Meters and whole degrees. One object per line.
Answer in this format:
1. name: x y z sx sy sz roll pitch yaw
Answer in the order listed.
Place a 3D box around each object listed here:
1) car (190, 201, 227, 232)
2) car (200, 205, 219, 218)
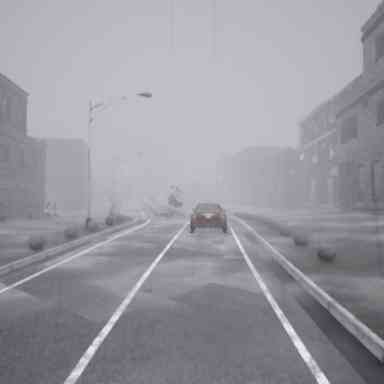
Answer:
1. car: 1.023 1.404 20.469 2.097 1.767 4.553 0 -1 3
2. car: 1.980 2.321 39.757 2.033 1.411 5.357 0 -4 0
